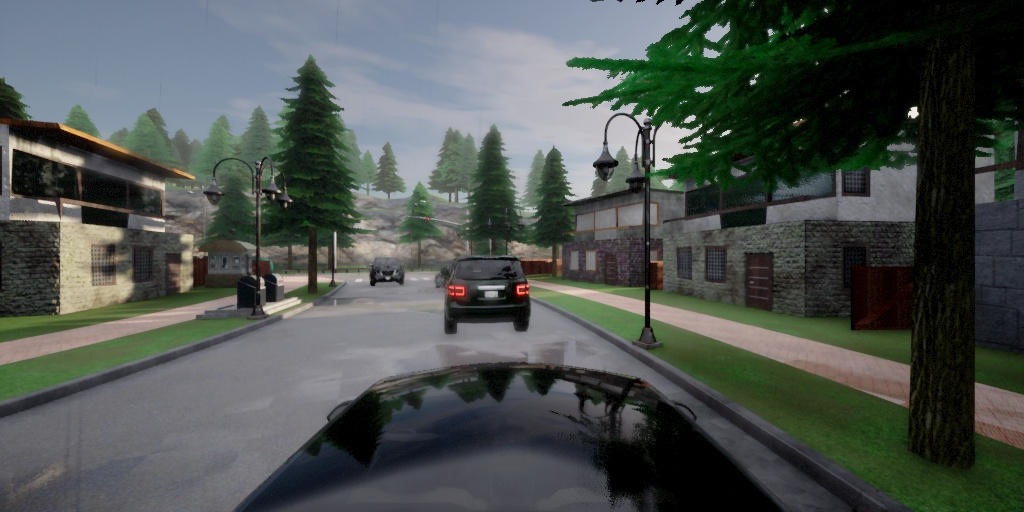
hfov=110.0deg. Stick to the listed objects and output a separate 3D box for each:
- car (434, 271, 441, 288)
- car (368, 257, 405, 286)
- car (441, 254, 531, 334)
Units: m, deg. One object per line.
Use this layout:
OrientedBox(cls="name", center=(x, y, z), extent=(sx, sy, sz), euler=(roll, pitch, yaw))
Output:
OrientedBox(cls="car", center=(-3.322, 1.297, 21.069), extent=(2.033, 1.411, 5.357), euler=(0, 0, -21))
OrientedBox(cls="car", center=(-8.956, 1.067, 25.670), extent=(2.150, 2.045, 5.566), euler=(0, 0, -20))
OrientedBox(cls="car", center=(-0.936, 0.971, 10.865), extent=(2.150, 2.045, 5.566), euler=(0, 0, -10))
